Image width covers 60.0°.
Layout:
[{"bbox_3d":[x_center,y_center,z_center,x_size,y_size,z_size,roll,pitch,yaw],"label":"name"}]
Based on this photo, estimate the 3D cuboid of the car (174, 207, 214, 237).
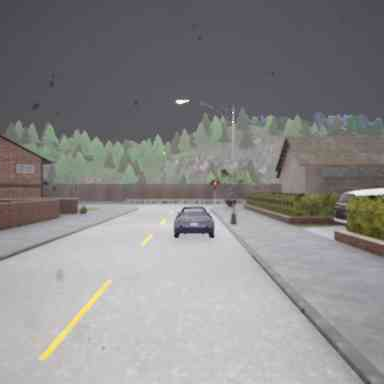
[{"bbox_3d":[0.100,1.447,17.349,1.994,1.385,4.181,0,0,0],"label":"car"}]
